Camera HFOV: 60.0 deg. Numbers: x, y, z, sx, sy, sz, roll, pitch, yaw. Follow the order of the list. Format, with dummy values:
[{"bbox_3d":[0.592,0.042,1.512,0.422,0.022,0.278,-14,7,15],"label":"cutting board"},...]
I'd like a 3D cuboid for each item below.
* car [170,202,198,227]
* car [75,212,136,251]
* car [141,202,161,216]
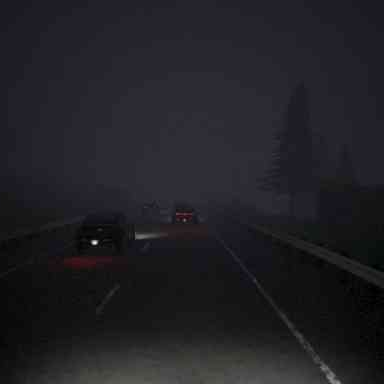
[{"bbox_3d":[-0.583,1.717,24.771,2.128,1.511,4.902,0,-1,-2],"label":"car"},{"bbox_3d":[-3.708,1.643,14.825,1.837,1.490,4.892,0,-1,-2],"label":"car"},{"bbox_3d":[-4.623,1.837,37.648,2.128,1.511,4.902,0,-1,-2],"label":"car"}]
